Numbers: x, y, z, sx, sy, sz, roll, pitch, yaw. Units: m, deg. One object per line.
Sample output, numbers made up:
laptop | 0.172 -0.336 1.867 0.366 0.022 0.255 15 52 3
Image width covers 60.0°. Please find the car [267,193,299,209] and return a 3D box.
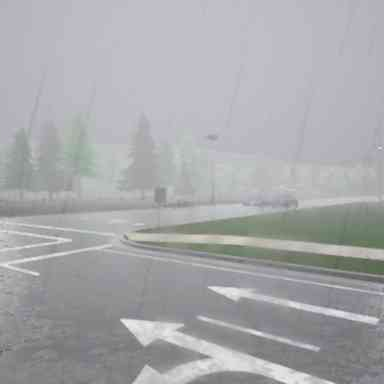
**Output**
car | 12.545 1.187 44.560 2.150 2.045 5.566 0 0 36

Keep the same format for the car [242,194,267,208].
car | 9.352 1.449 46.117 2.128 1.511 4.902 0 0 36

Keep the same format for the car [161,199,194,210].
car | -1.780 1.543 42.781 1.895 1.301 4.718 0 0 36

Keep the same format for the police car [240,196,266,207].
police car | 9.592 1.454 52.214 2.038 1.542 4.974 0 0 36
